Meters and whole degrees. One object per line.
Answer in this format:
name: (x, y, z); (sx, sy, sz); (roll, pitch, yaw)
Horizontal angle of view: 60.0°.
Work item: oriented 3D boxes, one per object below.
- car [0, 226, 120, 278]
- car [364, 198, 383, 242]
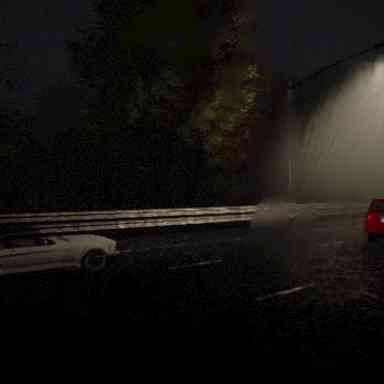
car: (-4.471, 1.606, 9.157); (4.718, 1.301, 1.895); (0, 0, -35)
car: (10.137, 1.265, 15.274); (5.566, 2.045, 2.150); (0, 0, -35)
